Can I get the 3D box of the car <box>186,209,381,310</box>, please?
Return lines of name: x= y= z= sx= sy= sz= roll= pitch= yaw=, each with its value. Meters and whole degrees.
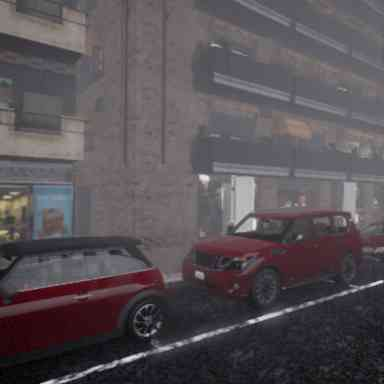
car: x=2.207 y=1.369 z=8.136 sx=5.009 sy=1.841 sz=2.192 roll=1 pitch=0 yaw=-36

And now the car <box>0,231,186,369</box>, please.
car: x=-2.380 y=1.447 z=4.860 sx=4.097 sy=1.590 sz=1.967 roll=1 pitch=0 yaw=-36

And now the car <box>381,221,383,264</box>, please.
car: x=6.791 y=1.682 z=11.413 sx=4.206 sy=1.307 sz=1.802 roll=1 pitch=0 yaw=-36
